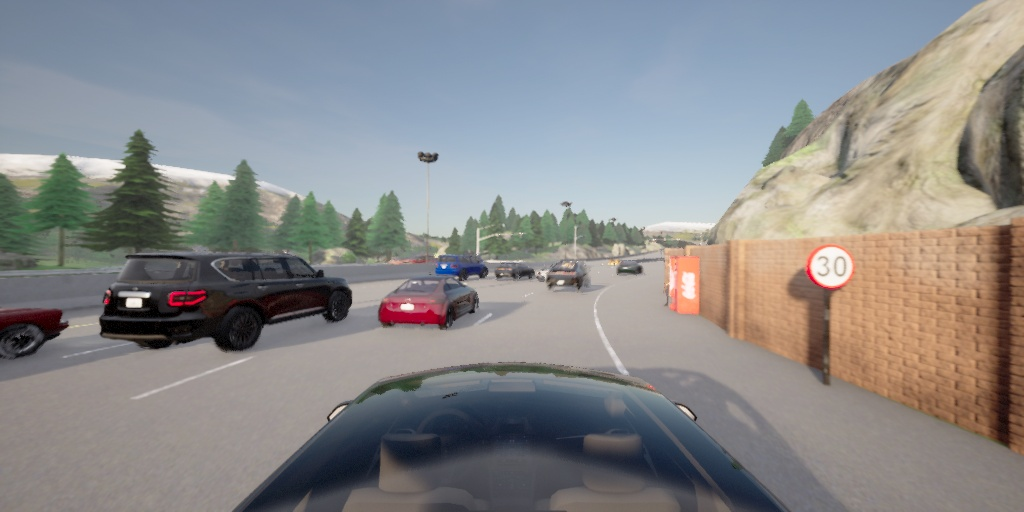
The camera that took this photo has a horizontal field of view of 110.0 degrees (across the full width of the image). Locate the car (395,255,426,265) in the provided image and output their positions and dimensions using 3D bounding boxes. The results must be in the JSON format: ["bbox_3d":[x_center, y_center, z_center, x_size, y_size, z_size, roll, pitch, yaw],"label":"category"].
[{"bbox_3d":[-13.028,0.860,49.940,2.150,2.045,5.566,0,0,31],"label":"car"}]

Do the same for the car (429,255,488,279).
[{"bbox_3d":[-4.062,0.933,29.531,2.150,2.045,5.566,0,0,24],"label":"car"}]

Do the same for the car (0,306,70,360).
[{"bbox_3d":[-10.187,1.269,5.255,1.895,1.301,4.718,0,0,3],"label":"car"}]

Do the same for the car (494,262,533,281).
[{"bbox_3d":[0.291,1.238,30.391,2.128,1.511,4.902,0,0,26],"label":"car"}]

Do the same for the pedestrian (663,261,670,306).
[{"bbox_3d":[6.300,1.091,14.146,0.375,1.860,0.375,0,0,14],"label":"pedestrian"}]

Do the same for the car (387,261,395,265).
[{"bbox_3d":[-15.909,0.965,51.934,2.097,1.767,4.553,0,0,31],"label":"car"}]

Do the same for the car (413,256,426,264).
[{"bbox_3d":[-10.223,1.152,47.809,2.128,1.511,4.902,0,0,31],"label":"car"}]

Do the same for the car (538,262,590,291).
[{"bbox_3d":[3.331,1.113,20.630,2.128,1.511,4.902,0,0,20],"label":"car"}]

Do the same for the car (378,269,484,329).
[{"bbox_3d":[-2.410,1.293,11.267,1.994,1.385,4.181,0,0,9],"label":"car"}]

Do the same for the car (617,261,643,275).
[{"bbox_3d":[12.592,1.210,38.179,1.994,1.385,4.181,0,0,31],"label":"car"}]

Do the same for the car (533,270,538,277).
[{"bbox_3d":[3.723,1.375,29.558,1.895,1.301,4.718,0,0,27],"label":"car"}]

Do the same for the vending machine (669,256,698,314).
[{"bbox_3d":[6.415,0.994,13.356,1.100,2.100,0.880,0,0,14],"label":"vending machine"}]

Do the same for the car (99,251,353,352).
[{"bbox_3d":[-6.332,0.920,8.971,2.150,2.045,5.566,0,0,7],"label":"car"}]
